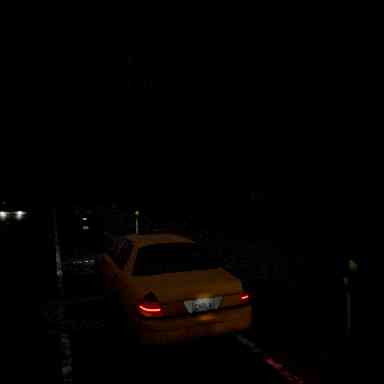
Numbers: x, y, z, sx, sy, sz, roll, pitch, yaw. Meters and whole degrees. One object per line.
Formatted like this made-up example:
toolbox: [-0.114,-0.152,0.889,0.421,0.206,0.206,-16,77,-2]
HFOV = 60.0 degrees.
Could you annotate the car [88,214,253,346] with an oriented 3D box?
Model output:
car: [-0.844,1.457,6.730,1.801,1.575,5.366,0,0,-23]

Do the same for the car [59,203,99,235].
car: [-6.160,1.551,18.650,2.008,1.369,4.403,0,0,-23]

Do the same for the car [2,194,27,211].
car: [-21.567,1.352,40.232,2.097,1.767,4.553,0,0,-23]

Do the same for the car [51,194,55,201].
car: [-31.948,1.469,79.387,1.967,1.590,4.097,0,0,-24]

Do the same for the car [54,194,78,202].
car: [-12.570,1.316,33.931,2.192,1.841,5.009,0,0,-23]

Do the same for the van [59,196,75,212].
van: [-14.706,1.342,39.024,1.690,1.788,3.998,0,0,-23]

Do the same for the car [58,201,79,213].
car: [-8.296,1.551,23.743,2.008,1.369,4.403,0,0,-23]

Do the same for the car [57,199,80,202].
car: [-10.433,1.567,28.836,1.947,1.339,4.313,0,0,-23]
